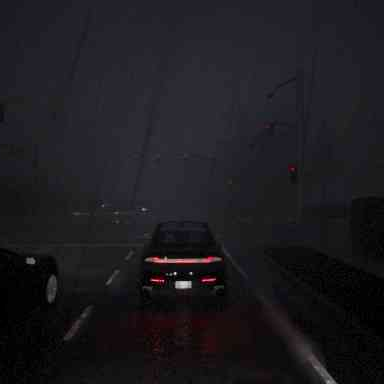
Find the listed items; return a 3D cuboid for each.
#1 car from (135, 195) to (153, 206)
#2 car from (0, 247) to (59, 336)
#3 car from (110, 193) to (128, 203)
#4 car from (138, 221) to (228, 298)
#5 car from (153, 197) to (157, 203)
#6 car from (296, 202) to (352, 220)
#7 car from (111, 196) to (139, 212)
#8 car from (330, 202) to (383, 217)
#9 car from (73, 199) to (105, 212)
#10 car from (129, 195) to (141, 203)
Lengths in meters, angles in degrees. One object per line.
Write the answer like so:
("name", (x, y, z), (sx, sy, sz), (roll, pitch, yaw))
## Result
("car", (-8.087, 1.490, 53.523), (2.128, 1.511, 4.902), (0, 0, -1))
("car", (-3.612, 1.478, 4.875), (1.882, 1.535, 5.008), (0, 0, -2))
("car", (-11.584, 1.215, 53.849), (2.150, 2.045, 5.566), (0, 1, 0))
("car", (-0.245, 1.491, 8.539), (2.128, 1.511, 4.902), (0, 0, -2))
("car", (-8.249, 1.596, 68.174), (1.895, 1.301, 4.718), (0, 0, -1))
("car", (11.396, 1.546, 27.232), (5.357, 1.411, 2.033), (0, 0, 0))
("car", (-7.863, 1.562, 39.338), (1.994, 1.385, 4.181), (0, 0, -1))
("car", (15.468, 1.600, 30.696), (4.718, 1.301, 1.895), (0, 0, 0))
("car", (-11.695, 1.547, 38.254), (2.033, 1.411, 5.357), (0, 0, 4))
("car", (-11.768, 1.499, 69.259), (1.837, 1.490, 4.892), (0, 0, -1))
